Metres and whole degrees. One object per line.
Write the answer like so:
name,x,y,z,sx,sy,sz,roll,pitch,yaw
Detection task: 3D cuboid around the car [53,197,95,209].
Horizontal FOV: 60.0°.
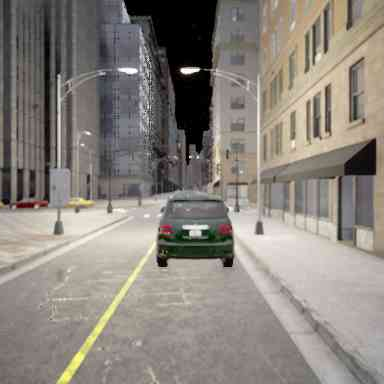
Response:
car,-14.426,1.329,40.749,4.829,1.417,1.752,-1,1,0

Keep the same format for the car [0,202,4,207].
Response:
car,-25.674,1.442,40.677,4.829,1.417,1.752,-1,1,0

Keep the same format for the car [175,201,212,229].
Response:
car,0.082,1.359,21.301,2.033,1.411,5.357,0,1,0

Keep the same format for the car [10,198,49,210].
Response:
car,-19.880,1.403,40.714,4.507,1.381,1.887,-1,1,0

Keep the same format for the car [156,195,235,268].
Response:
car,0.094,1.121,11.006,2.150,2.045,5.566,0,0,0
